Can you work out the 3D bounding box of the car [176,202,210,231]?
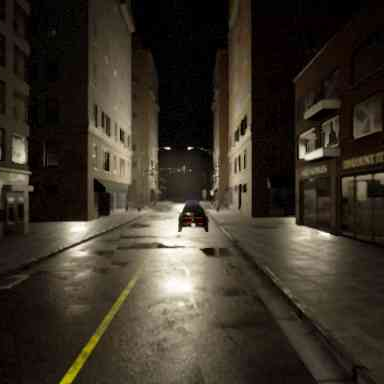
[{"bbox_3d":[0.073,1.651,21.517,1.837,1.490,4.892,0,0,0],"label":"car"}]
